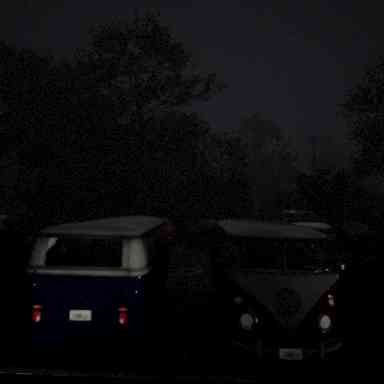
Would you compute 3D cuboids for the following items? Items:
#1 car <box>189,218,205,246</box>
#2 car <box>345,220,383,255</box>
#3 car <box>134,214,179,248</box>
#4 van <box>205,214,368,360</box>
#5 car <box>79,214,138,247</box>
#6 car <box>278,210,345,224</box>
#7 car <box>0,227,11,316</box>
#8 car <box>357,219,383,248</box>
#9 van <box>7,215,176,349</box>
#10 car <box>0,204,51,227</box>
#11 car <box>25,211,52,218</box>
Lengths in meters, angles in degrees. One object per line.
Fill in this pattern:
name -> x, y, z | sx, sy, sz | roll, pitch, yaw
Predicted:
car -> 0.825, 2.257, 19.644 | 2.097, 1.535, 5.008 | 1, -2, 1
car -> 9.150, 2.415, 19.490 | 2.097, 1.535, 5.008 | 1, -2, 1
car -> -1.948, 2.204, 19.889 | 1.946, 1.575, 5.366 | 1, -2, 1
van -> 1.306, 1.560, 6.459 | 1.878, 1.987, 4.442 | 1, -2, 1
car -> -4.723, 2.172, 19.729 | 2.163, 1.488, 4.792 | 1, -2, 1
car -> 6.379, 2.111, 19.520 | 2.435, 2.045, 5.566 | 1, -2, 1
car -> -4.298, 1.707, 6.706 | 2.163, 1.488, 4.792 | 1, -2, 1
car -> 11.925, 2.466, 19.435 | 2.097, 1.535, 5.008 | 1, -2, 1
van -> -1.489, 1.512, 6.747 | 1.878, 1.987, 4.442 | 1, -2, 1
car -> -10.272, 1.760, 19.851 | 2.435, 2.045, 5.566 | 1, -2, 1
car -> -7.504, 2.109, 19.843 | 2.163, 1.488, 4.792 | 1, -2, 1
